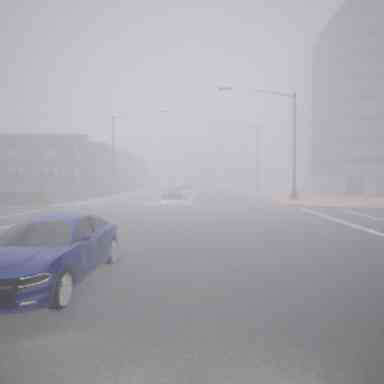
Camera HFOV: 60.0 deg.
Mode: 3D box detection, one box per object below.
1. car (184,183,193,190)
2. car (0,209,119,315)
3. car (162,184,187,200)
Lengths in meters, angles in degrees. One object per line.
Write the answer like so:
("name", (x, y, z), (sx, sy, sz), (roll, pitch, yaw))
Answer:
("car", (-0.824, -1.010, 60.894), (1.994, 1.385, 4.181), (0, 3, 2))
("car", (-3.085, 1.237, 7.497), (1.882, 1.535, 5.008), (0, 2, 2))
("car", (-1.928, 0.125, 34.860), (1.994, 1.385, 4.181), (0, 3, 2))
